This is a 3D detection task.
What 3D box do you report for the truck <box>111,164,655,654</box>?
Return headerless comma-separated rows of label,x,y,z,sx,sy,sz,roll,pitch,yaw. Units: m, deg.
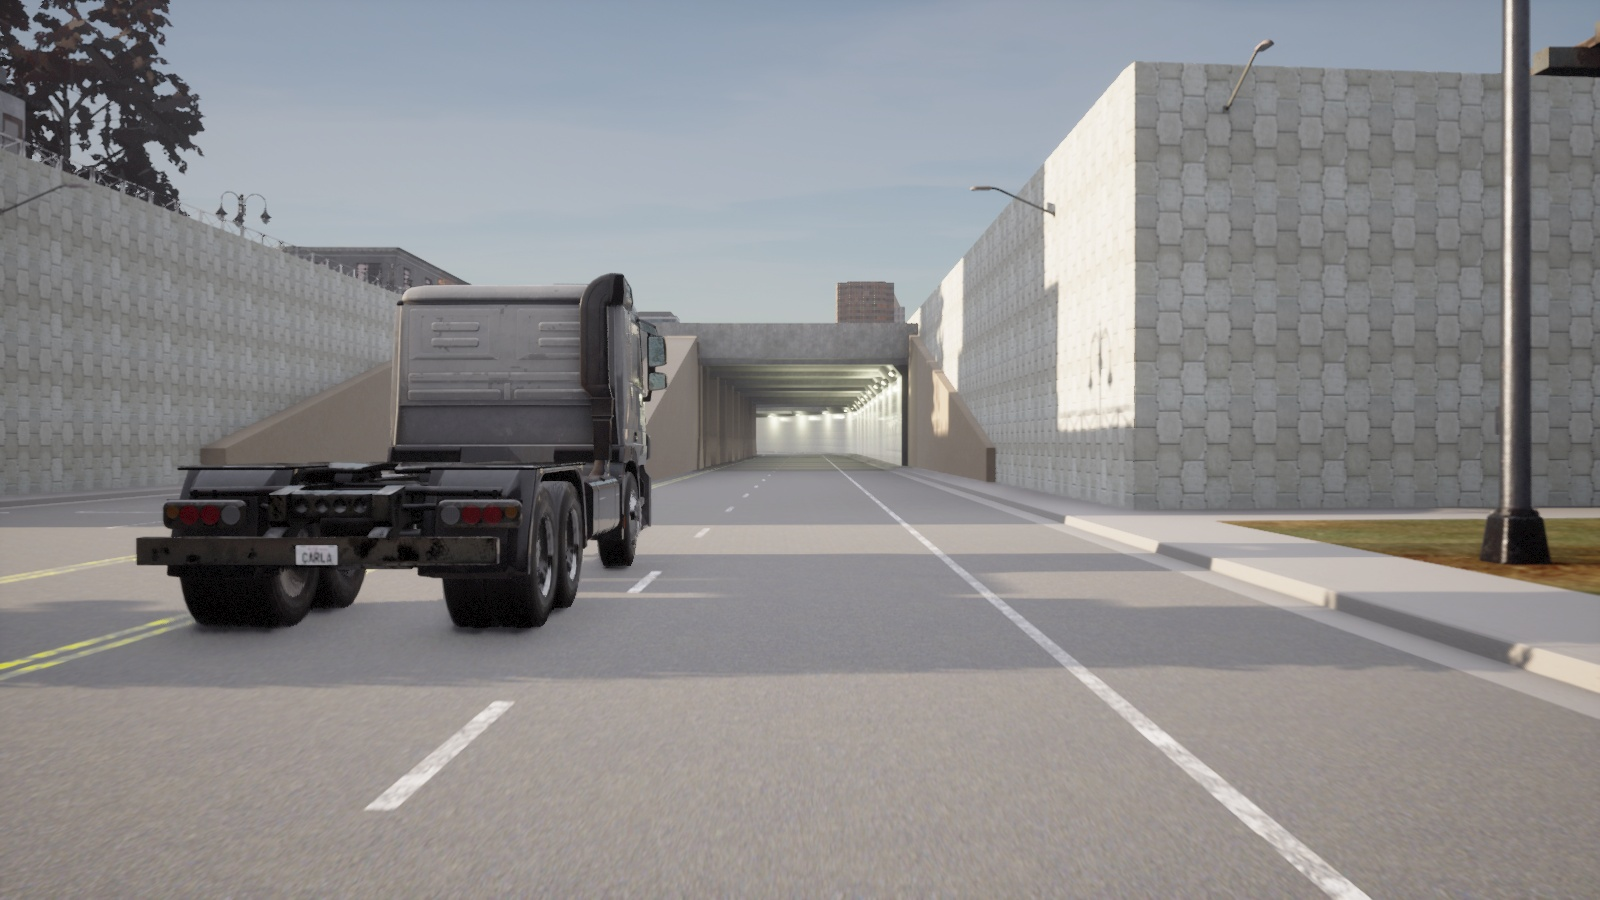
truck,-3.409,-0.311,12.858,2.891,3.462,7.936,0,0,0
